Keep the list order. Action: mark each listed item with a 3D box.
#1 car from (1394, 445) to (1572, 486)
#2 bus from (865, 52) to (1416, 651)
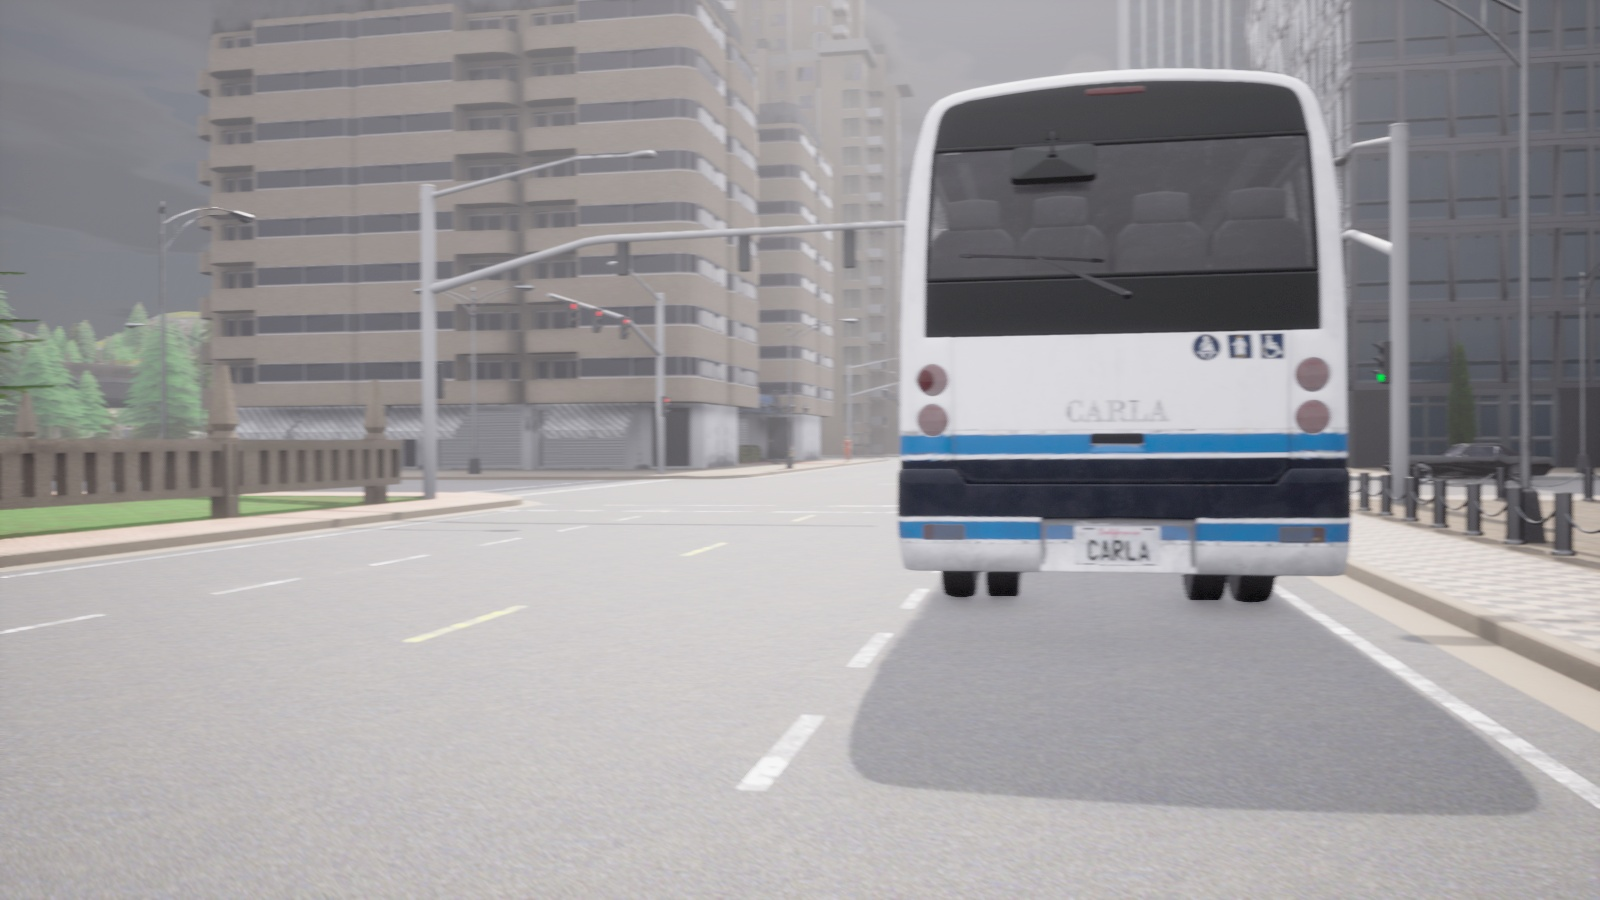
[{"bbox_3d":[22.039,0.483,40.687,4.718,1.301,1.895,0,0,12],"label":"car"},{"bbox_3d":[3.483,-0.725,14.348,3.944,4.253,10.273,0,0,12],"label":"bus"}]
